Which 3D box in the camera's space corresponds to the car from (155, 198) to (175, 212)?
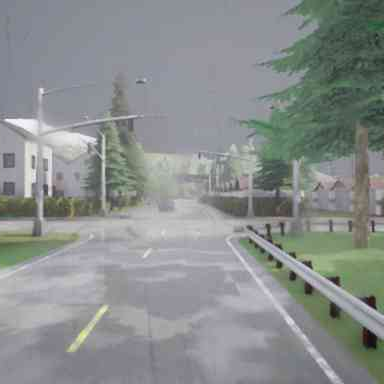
[{"bbox_3d":[-3.496,1.811,46.442,2.097,1.767,4.553,0,-1,0],"label":"car"}]
